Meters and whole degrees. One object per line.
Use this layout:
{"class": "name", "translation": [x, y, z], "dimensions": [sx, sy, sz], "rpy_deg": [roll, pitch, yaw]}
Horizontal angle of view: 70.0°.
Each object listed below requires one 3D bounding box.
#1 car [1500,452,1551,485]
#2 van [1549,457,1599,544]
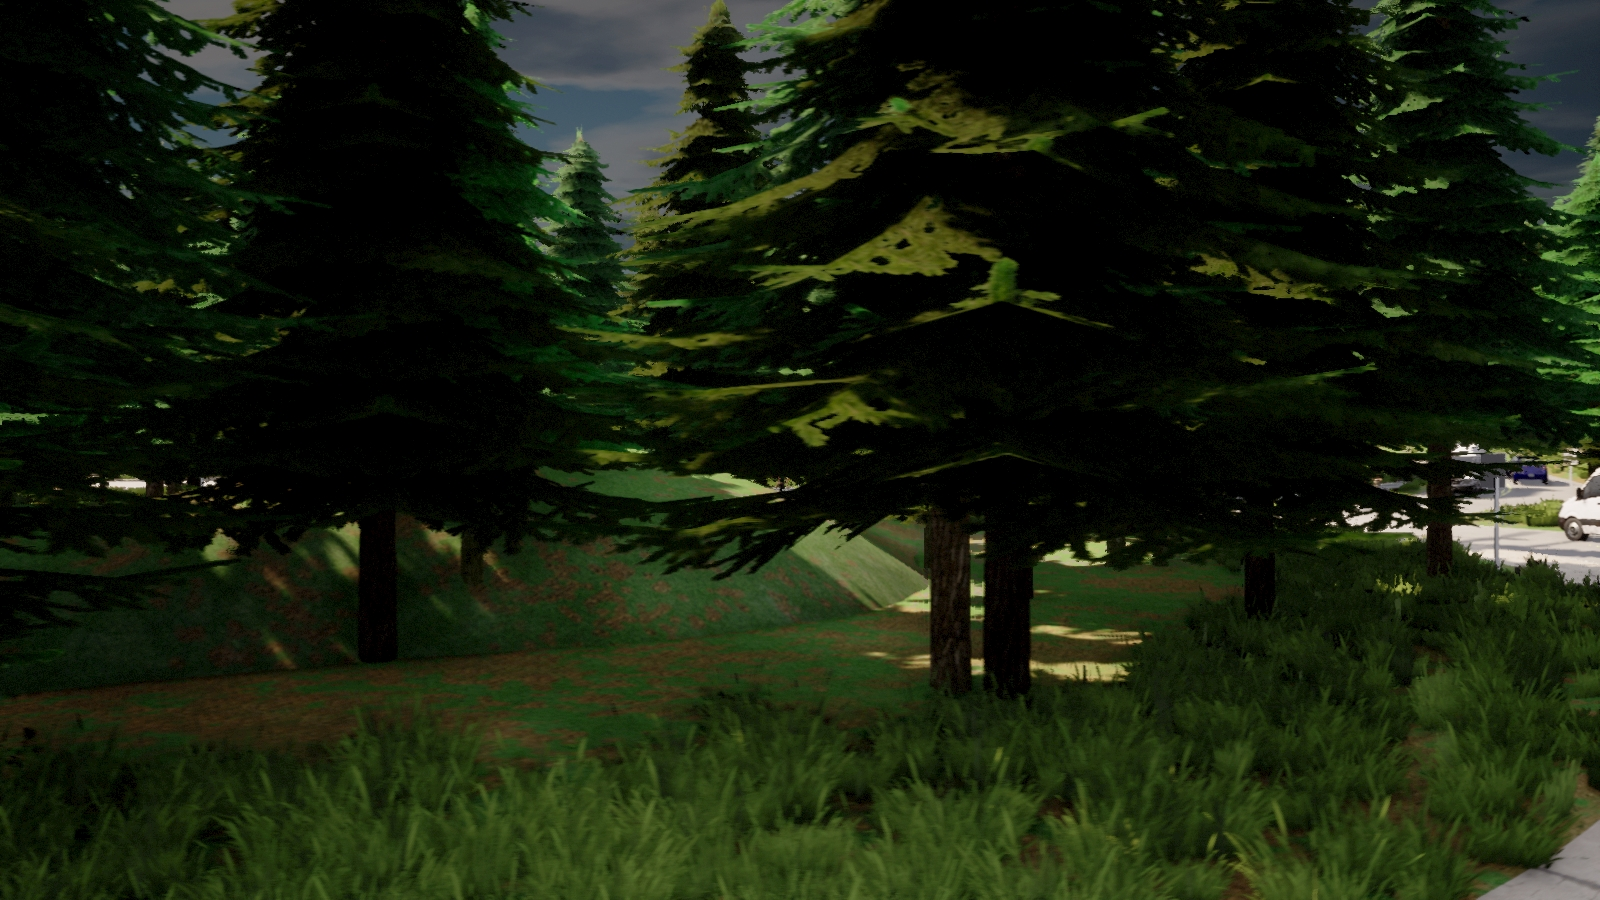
{"class": "car", "translation": [41.029, 1.011, 64.689], "dimensions": [1.845, 1.501, 3.633], "rpy_deg": [1, 4, 23]}
{"class": "van", "translation": [24.639, 1.489, 33.053], "dimensions": [1.988, 2.561, 5.915], "rpy_deg": [0, 0, -1]}
